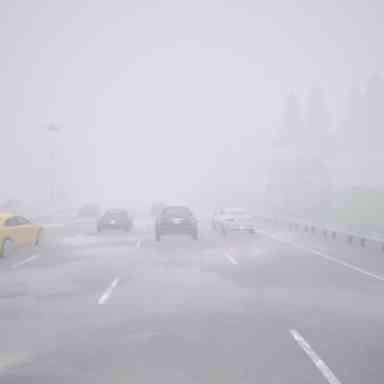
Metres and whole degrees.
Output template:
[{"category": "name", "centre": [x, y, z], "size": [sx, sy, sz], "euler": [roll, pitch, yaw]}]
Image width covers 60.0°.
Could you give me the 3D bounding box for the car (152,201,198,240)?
[{"category": "car", "centre": [-0.939, 1.481, 18.114], "size": [2.097, 1.767, 4.553], "euler": [0, 0, -5]}]

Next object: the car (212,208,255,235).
[{"category": "car", "centre": [2.401, 1.660, 19.846], "size": [1.812, 1.442, 4.674], "euler": [0, 0, -6]}]

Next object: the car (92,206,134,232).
[{"category": "car", "centre": [-4.797, 1.723, 21.221], "size": [1.994, 1.385, 4.181], "euler": [0, 0, -6]}]

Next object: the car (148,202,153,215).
[{"category": "car", "centre": [-3.765, 1.772, 36.970], "size": [1.837, 1.490, 4.892], "euler": [0, 0, -11]}]

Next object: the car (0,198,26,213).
[{"category": "car", "centre": [-23.412, 1.706, 43.525], "size": [2.097, 1.767, 4.553], "euler": [0, 0, -15]}]

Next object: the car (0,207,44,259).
[{"category": "car", "centre": [-7.512, 1.586, 13.083], "size": [1.882, 1.535, 5.008], "euler": [0, 0, -4]}]

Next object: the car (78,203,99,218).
[{"category": "car", "centre": [-10.096, 1.801, 33.080], "size": [2.033, 1.411, 5.357], "euler": [0, 0, -11]}]
